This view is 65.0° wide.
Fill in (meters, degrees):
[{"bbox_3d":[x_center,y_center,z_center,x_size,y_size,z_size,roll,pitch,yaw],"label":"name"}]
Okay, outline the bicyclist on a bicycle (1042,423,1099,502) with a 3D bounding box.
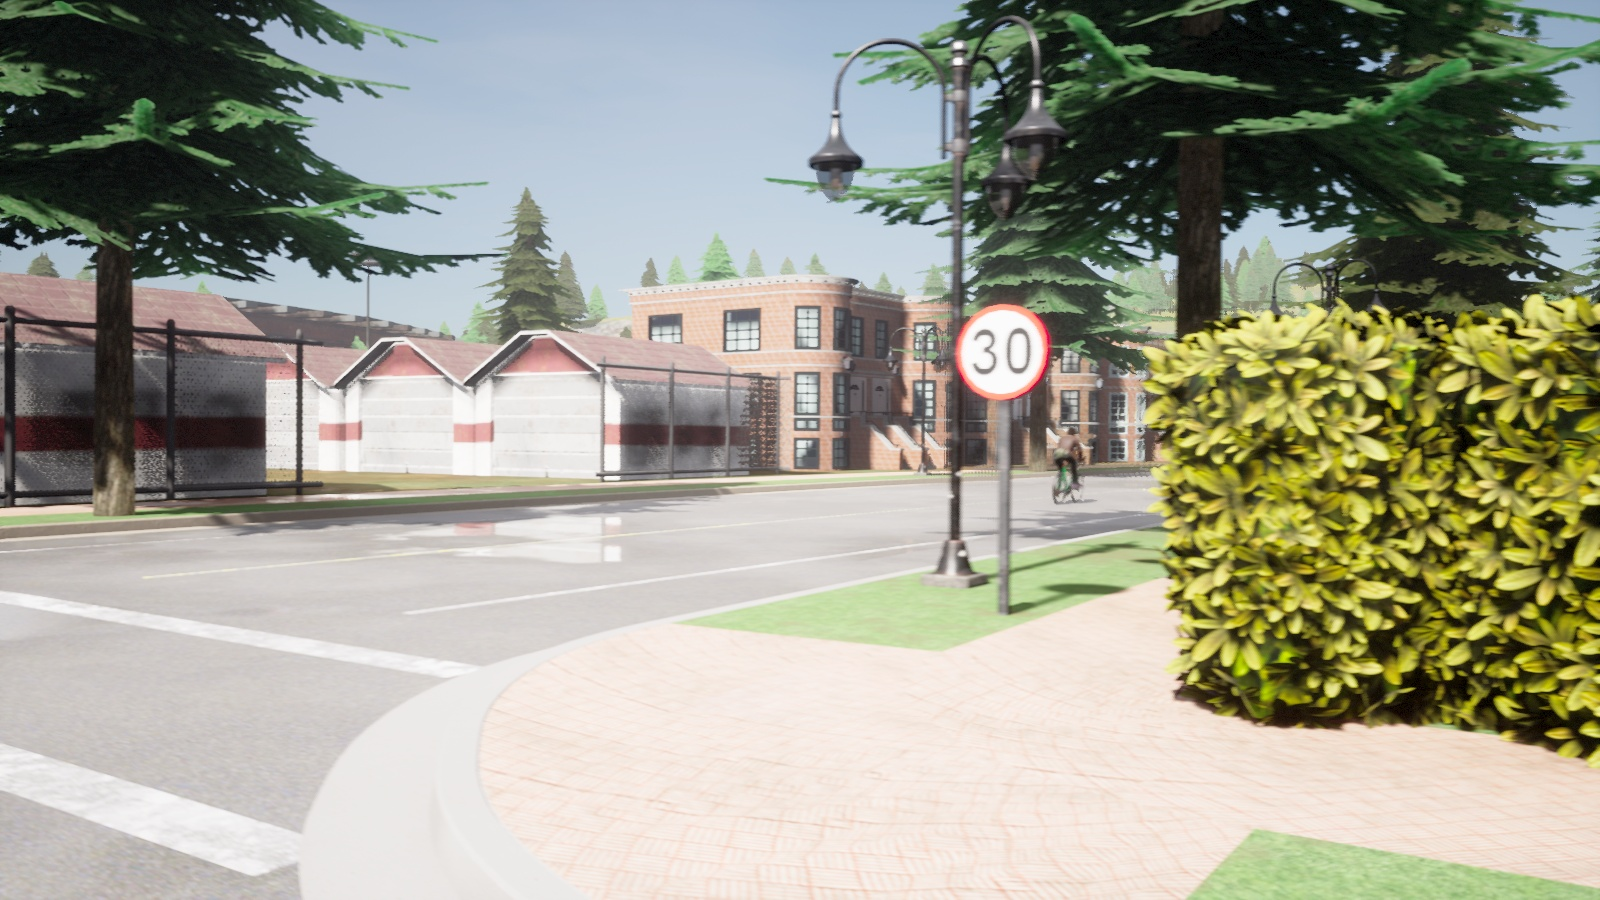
[{"bbox_3d":[5.767,0.245,26.710,0.582,1.620,1.656,0,1,35],"label":"bicyclist on a bicycle"}]
